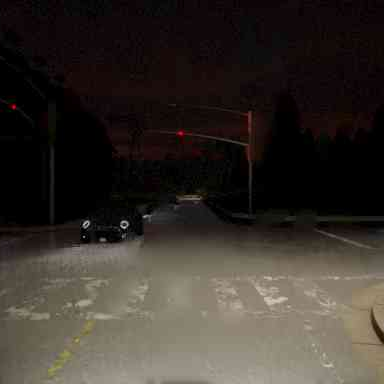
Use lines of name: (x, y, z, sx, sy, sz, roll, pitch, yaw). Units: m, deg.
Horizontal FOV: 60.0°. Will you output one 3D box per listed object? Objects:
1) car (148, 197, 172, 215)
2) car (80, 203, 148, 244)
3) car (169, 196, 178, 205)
car: (-3.533, 1.547, 34.663, 2.033, 1.411, 5.357, 0, 0, 0)
car: (-3.566, 1.340, 15.574, 2.097, 1.767, 4.553, 0, 0, 0)
car: (-3.452, 1.507, 58.108, 1.837, 1.490, 4.892, 0, -1, 0)
